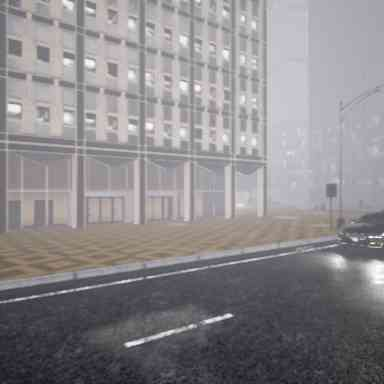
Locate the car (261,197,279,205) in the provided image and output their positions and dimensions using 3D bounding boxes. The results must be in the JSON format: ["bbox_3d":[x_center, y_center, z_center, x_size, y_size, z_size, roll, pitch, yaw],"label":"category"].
[{"bbox_3d":[16.695,1.923,71.224,2.128,1.511,4.902,0,0,-8],"label":"car"}]

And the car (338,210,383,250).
[{"bbox_3d":[7.823,1.504,13.398,4.892,1.490,1.837,1,0,-36],"label":"car"}]

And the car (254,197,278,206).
[{"bbox_3d":[14.544,1.899,65.103,2.033,1.411,5.357,0,0,-8],"label":"car"}]

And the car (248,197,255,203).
[{"bbox_3d":[15.203,1.912,81.534,2.128,1.511,4.902,0,0,-8],"label":"car"}]
